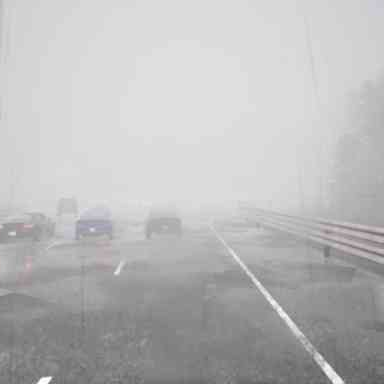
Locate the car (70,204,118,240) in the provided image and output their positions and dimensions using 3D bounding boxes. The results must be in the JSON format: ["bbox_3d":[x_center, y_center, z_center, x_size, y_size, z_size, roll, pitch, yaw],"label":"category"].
[{"bbox_3d":[-5.181,1.682,18.400,1.882,1.535,5.008,0,0,-10],"label":"car"}]

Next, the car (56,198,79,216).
[{"bbox_3d":[-13.763,1.663,36.870,2.150,2.045,5.566,0,-1,-20],"label":"car"}]

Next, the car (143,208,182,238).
[{"bbox_3d":[-1.744,1.653,19.052,1.882,1.535,5.008,0,0,-10],"label":"car"}]

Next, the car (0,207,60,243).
[{"bbox_3d":[-8.538,1.755,17.418,1.812,1.442,4.674,0,-1,-9],"label":"car"}]
